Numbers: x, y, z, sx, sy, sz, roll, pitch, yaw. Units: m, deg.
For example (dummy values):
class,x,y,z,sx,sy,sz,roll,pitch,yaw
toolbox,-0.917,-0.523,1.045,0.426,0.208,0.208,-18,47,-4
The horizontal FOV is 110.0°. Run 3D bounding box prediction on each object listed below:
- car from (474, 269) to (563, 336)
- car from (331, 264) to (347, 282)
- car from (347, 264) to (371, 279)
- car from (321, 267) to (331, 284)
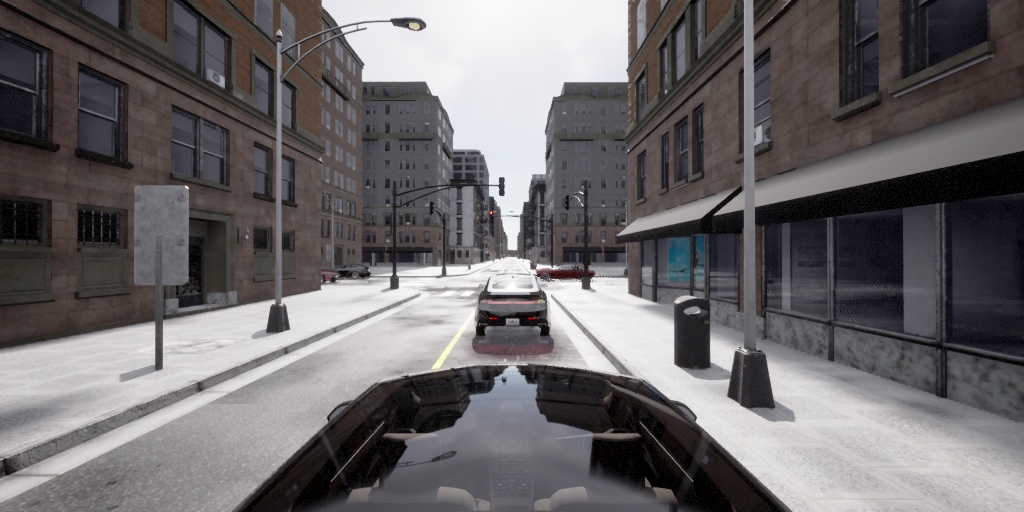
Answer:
class,x,y,z,sx,sy,sz,roll,pitch,yaw
car,0.025,1.242,10.362,2.128,1.511,4.902,0,0,0
car,-14.734,1.300,26.096,4.181,1.385,1.994,0,0,0
car,-14.676,1.330,31.579,4.313,1.339,1.948,0,0,0
car,-14.706,1.289,23.552,4.313,1.339,1.948,0,0,0
